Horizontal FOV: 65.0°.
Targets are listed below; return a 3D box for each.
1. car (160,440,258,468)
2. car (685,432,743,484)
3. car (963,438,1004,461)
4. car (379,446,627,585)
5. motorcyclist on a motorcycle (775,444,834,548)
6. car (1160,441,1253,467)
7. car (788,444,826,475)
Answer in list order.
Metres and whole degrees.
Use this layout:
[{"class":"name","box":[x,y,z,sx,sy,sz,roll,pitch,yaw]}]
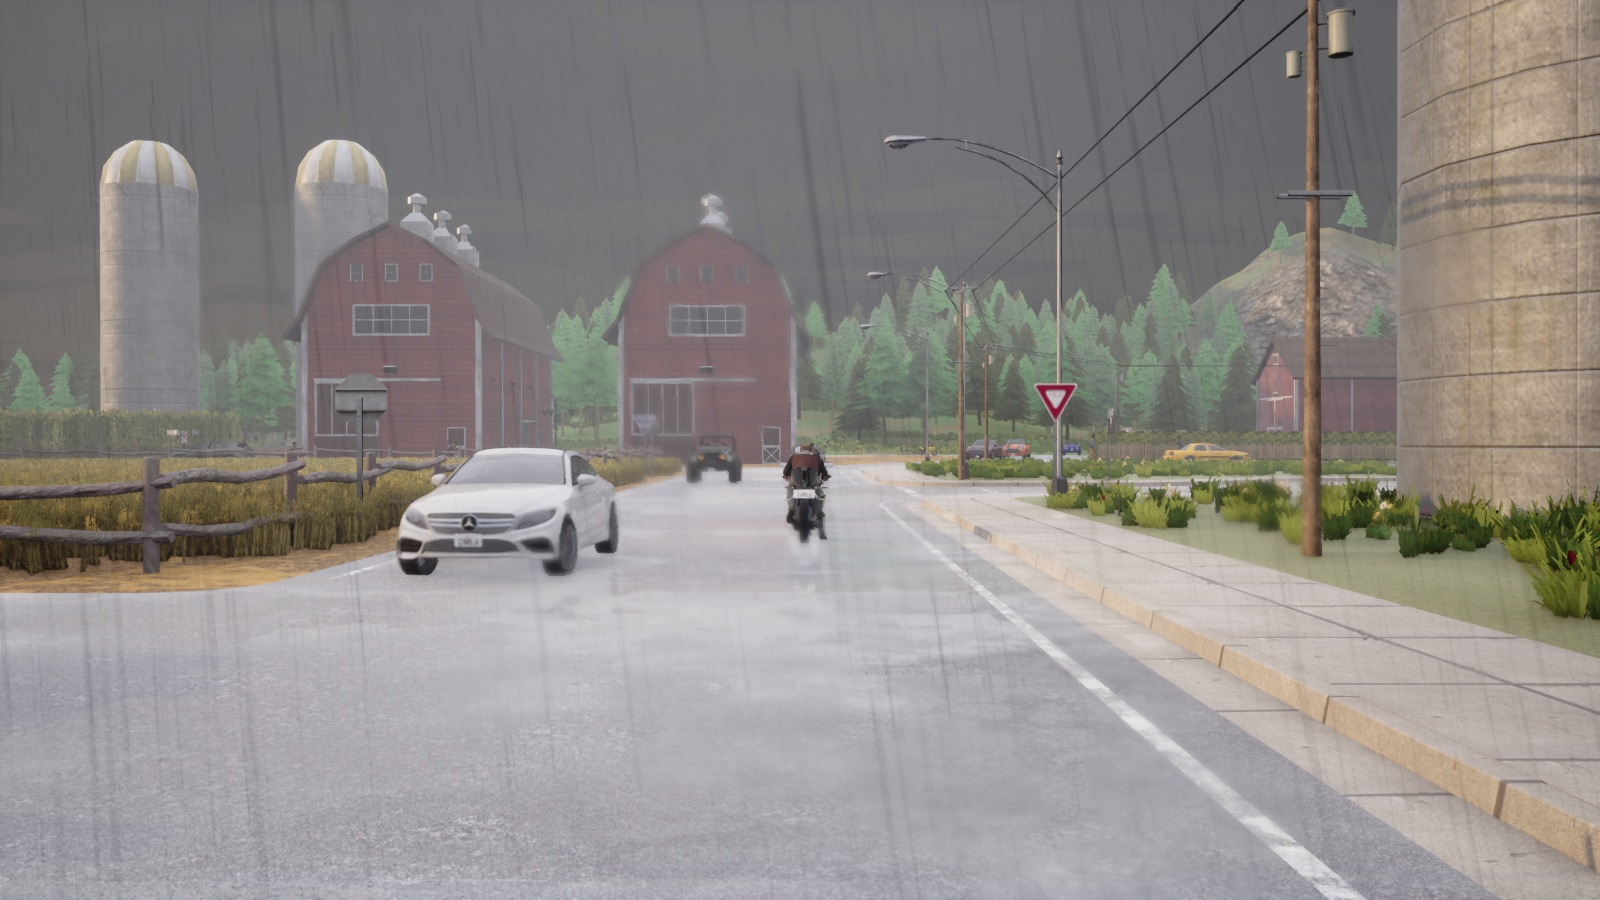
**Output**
[{"class":"car","box":[-35.175,0.226,74.870,4.856,1.649,2.033,0,1,-2]},{"class":"car","box":[-3.218,0.271,47.579,1.905,1.878,3.866,0,0,0]},{"class":"car","box":[14.270,-0.060,97.356,2.097,1.767,4.553,0,1,23]},{"class":"car","box":[-3.448,0.682,15.551,1.812,1.442,4.674,0,0,2]},{"class":"motorcyclist on a motorcycle","box":[0.091,0.671,19.620,0.866,1.530,2.191,0,0,2]},{"class":"car","box":[25.799,0.254,79.818,5.366,1.575,1.801,0,0,2]},{"class":"car","box":[0.324,0.427,61.157,1.812,1.442,4.674,0,0,0]}]
